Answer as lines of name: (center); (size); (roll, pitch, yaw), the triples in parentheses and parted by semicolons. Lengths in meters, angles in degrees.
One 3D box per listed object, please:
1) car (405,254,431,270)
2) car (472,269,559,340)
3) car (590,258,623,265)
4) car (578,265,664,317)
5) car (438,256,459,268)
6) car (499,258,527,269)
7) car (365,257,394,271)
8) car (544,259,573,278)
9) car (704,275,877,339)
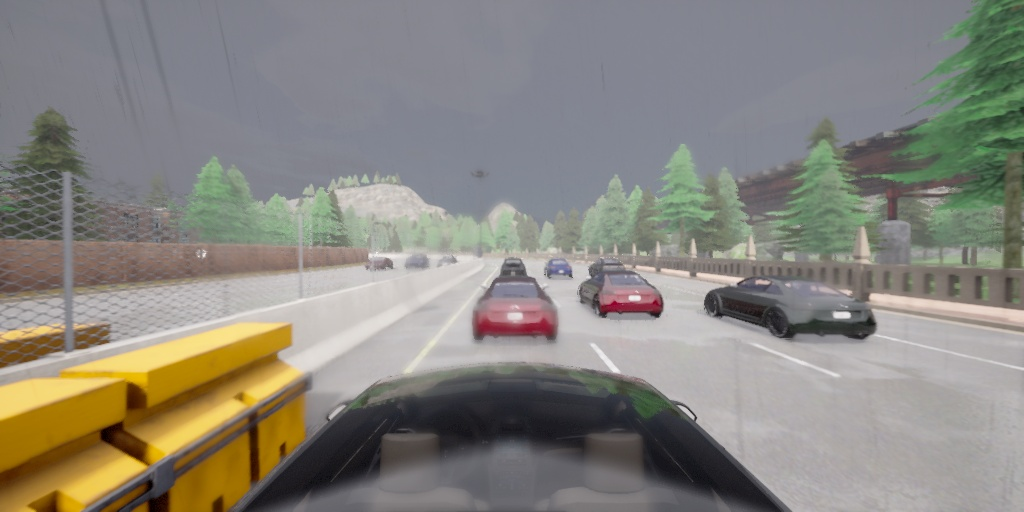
car: (-10.705, 0.584, 40.903); (2.097, 1.767, 4.553); (0, 1, -1)
car: (0.078, 1.210, 9.562); (1.994, 1.385, 4.181); (0, 1, 0)
car: (7.088, 0.905, 27.140); (2.128, 1.511, 4.902); (0, 1, 0)
car: (3.588, 1.172, 12.471); (1.994, 1.385, 4.181); (0, 1, 0)
car: (-7.204, 0.726, 40.810); (2.128, 1.511, 4.902); (0, 1, -1)
car: (0.090, 0.914, 27.462); (1.837, 1.490, 4.892); (0, 1, 0)
car: (-14.148, 0.788, 38.578); (1.812, 1.442, 4.674); (0, 1, -1)
car: (3.584, 0.926, 28.154); (1.812, 1.442, 4.674); (0, 1, 0)
car: (7.080, 1.208, 9.698); (1.994, 1.385, 4.181); (0, 1, 0)
